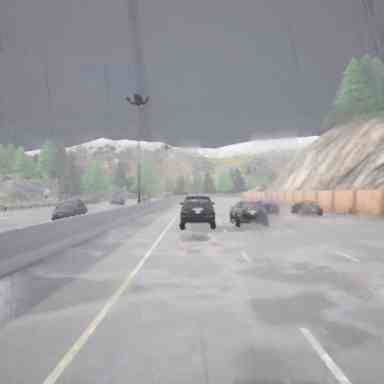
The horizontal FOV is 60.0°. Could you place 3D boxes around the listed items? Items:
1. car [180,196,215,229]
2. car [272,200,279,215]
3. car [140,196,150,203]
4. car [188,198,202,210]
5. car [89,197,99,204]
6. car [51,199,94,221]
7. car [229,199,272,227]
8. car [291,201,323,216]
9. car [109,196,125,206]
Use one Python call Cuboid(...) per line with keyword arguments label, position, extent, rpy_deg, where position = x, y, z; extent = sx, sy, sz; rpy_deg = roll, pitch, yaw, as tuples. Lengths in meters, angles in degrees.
Cuboid(label="car", position=(0.355, 1.257, 22.280), extent=(2.150, 2.045, 5.566), rpy_deg=(0, 0, 0))
Cuboid(label="car", position=(7.376, 1.485, 33.482), extent=(1.882, 1.535, 5.008), rpy_deg=(0, 0, 0))
Cuboid(label="car", position=(-9.999, 1.644, 69.809), extent=(1.837, 1.490, 4.892), rpy_deg=(0, 0, 0))
Cuboid(label="car", position=(0.453, 1.599, 46.177), extent=(1.812, 1.442, 4.674), rpy_deg=(0, 0, 0))
Cuboid(label="car", position=(-20.507, 1.727, 68.504), extent=(1.837, 1.490, 4.892), rpy_deg=(0, 0, 0))
Cuboid(label="car", position=(-10.339, 1.621, 28.578), extent=(1.837, 1.490, 4.892), rpy_deg=(0, -1, 1))
Cuboid(label="car", position=(3.818, 1.365, 23.029), extent=(2.097, 1.767, 4.553), rpy_deg=(0, 0, 0))
Cuboid(label="car", position=(10.864, 1.546, 31.751), extent=(1.994, 1.385, 4.181), rpy_deg=(0, 0, 0))
Cuboid(label="car", position=(-13.575, 1.539, 60.595), extent=(2.097, 1.767, 4.553), rpy_deg=(0, 0, 1))
